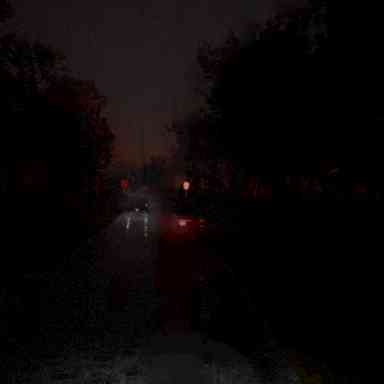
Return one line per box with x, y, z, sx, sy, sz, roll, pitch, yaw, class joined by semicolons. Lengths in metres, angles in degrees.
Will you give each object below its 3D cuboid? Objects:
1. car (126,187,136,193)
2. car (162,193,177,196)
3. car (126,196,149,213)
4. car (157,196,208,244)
-12.928;-0.400;70.257;1.895;1.301;4.718;1;1;-15;car
-2.249;0.845;33.250;1.882;1.535;5.008;1;2;-7;car
-4.685;1.063;29.147;1.895;1.301;4.718;1;2;-7;car
-0.511;1.258;15.487;2.097;1.767;4.553;0;1;-4;car
